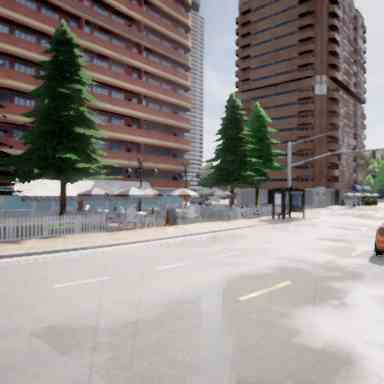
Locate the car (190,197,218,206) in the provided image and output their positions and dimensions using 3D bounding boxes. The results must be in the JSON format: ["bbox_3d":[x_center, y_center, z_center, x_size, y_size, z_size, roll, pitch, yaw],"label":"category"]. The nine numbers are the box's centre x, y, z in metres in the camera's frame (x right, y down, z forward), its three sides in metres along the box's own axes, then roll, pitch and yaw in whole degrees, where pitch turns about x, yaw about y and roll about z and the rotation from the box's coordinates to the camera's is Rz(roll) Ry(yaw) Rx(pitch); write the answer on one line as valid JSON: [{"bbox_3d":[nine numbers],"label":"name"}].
[{"bbox_3d":[1.670,1.954,57.755,4.674,1.442,1.812,0,-1,41],"label":"car"}]

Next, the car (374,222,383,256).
[{"bbox_3d":[8.713,1.491,12.949,2.097,1.767,4.553,0,-1,41],"label":"car"}]
